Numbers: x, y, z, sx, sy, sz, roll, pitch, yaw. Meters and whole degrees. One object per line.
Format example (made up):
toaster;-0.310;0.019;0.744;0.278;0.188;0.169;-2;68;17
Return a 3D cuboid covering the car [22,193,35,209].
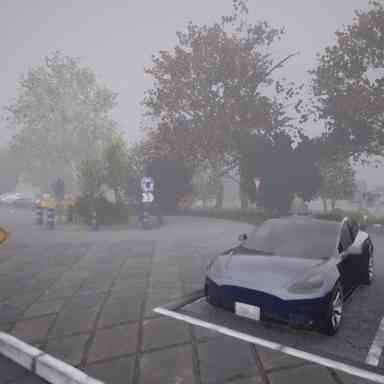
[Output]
car;-14.508;0.843;34.378;2.185;1.767;4.553;2;1;36

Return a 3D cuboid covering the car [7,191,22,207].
car;-16.688;0.913;35.886;2.163;1.488;4.792;2;1;36

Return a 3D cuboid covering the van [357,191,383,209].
van;9.726;0.924;16.913;1.878;1.987;4.442;2;2;36

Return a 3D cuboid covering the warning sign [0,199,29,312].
warning sign;-3.780;1.107;5.710;1.060;1.860;1.300;-3;1;35

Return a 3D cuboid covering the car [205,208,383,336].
car;2.152;1.184;6.369;2.163;1.488;4.792;2;1;36

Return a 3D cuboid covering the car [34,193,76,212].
car;-12.291;1.058;32.724;2.097;1.535;5.008;2;1;36

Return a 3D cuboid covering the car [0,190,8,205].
car;-18.913;0.834;37.534;2.002;1.452;4.674;2;1;36
